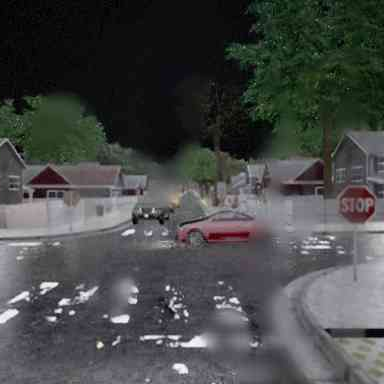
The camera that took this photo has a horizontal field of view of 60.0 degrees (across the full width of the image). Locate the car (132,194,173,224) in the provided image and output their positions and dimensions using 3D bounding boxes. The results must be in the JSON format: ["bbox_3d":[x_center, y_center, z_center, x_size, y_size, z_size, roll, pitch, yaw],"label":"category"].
[{"bbox_3d":[-2.899,1.183,24.472,2.150,2.045,5.566,0,0,2],"label":"car"}]

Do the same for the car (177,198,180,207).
[{"bbox_3d":[-2.815,1.399,47.827,1.882,1.535,5.008,0,0,0],"label":"car"}]

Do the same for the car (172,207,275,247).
[{"bbox_3d":[1.388,1.497,14.263,4.181,1.385,1.994,-1,0,-1],"label":"car"}]

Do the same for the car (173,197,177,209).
[{"bbox_3d":[-2.834,1.469,35.167,1.812,1.442,4.674,0,0,0],"label":"car"}]
